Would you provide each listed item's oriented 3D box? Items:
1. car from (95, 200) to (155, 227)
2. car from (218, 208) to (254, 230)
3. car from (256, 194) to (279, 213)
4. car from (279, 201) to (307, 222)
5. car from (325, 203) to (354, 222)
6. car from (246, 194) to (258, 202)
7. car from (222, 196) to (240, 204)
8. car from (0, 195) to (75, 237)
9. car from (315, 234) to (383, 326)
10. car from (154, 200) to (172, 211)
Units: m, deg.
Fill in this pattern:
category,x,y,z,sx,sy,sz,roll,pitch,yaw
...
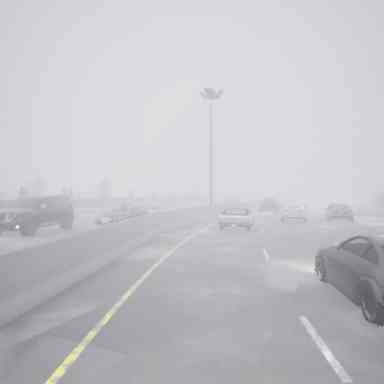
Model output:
category,x,y,z,sx,sy,sz,roll,pitch,yaw
car,-4.388,1.503,21.341,2.128,1.511,4.902,0,0,14
car,2.923,1.634,21.232,1.895,1.301,4.718,0,0,14
car,9.325,1.457,38.859,2.097,1.767,4.553,0,0,24
car,8.400,1.589,27.379,1.812,1.442,4.674,0,0,18
car,11.921,1.619,27.050,2.033,1.411,5.357,0,0,19
car,11.540,1.415,60.111,2.150,2.045,5.566,0,0,26
car,6.978,1.546,58.721,2.097,1.767,4.553,0,0,26
car,-8.641,1.210,18.345,2.150,2.045,5.566,0,0,11
car,4.088,1.583,7.046,1.994,1.385,4.181,0,0,5
car,-4.401,1.685,43.110,1.895,1.301,4.718,0,0,24
